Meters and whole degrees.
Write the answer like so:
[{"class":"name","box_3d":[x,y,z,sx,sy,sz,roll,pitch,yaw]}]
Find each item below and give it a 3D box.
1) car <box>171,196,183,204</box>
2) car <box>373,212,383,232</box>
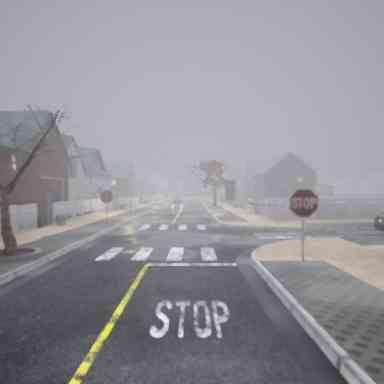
[{"class":"car","box_3d":[-2.753,1.521,63.134,1.837,1.490,4.892,0,0,0]},{"class":"car","box_3d":[11.378,1.362,16.547,4.181,1.385,1.994,-1,1,0]}]
